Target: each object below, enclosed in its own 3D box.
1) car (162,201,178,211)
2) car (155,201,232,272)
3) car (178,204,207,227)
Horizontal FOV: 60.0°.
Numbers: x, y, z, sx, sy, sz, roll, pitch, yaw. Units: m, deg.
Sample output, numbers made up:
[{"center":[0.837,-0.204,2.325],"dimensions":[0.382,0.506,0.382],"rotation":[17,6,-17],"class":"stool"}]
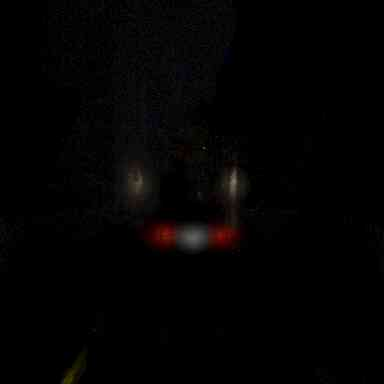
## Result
[{"center":[-3.079,1.938,46.710],"dimensions":[1.994,1.385,4.181],"rotation":[0,-1,0],"class":"car"},{"center":[0.062,1.299,11.174],"dimensions":[2.150,2.045,5.566],"rotation":[0,0,1],"class":"car"},{"center":[0.066,1.738,25.991],"dimensions":[2.033,1.411,5.357],"rotation":[0,0,0],"class":"car"}]
